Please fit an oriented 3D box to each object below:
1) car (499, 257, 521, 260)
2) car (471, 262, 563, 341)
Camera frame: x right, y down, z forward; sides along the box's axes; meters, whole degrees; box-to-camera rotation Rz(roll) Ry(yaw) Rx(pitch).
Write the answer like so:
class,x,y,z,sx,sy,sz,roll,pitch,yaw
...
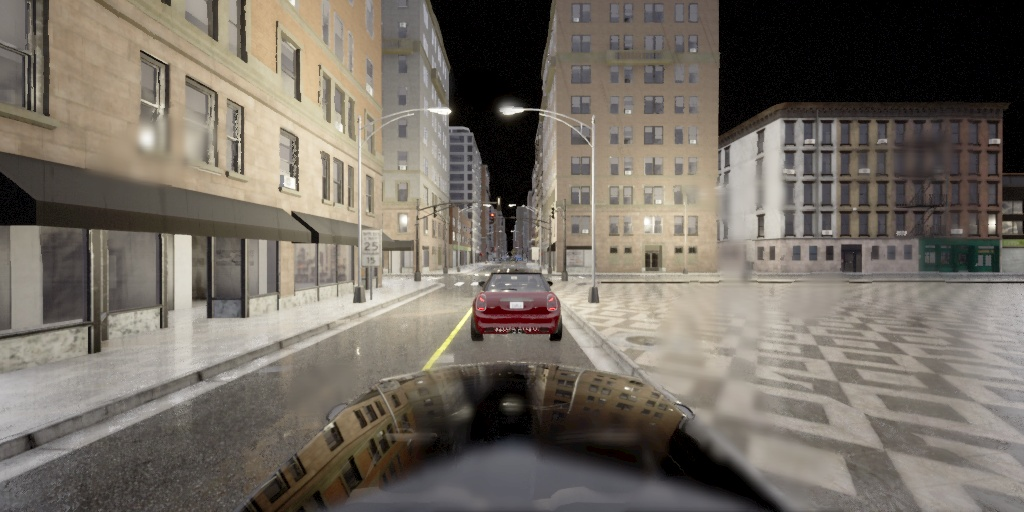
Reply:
class,x,y,z,sx,sy,sz,roll,pitch,yaw
car,0.056,1.101,19.832,2.097,1.767,4.553,0,0,-1
car,0.105,1.101,10.015,2.097,1.767,4.553,0,0,0
